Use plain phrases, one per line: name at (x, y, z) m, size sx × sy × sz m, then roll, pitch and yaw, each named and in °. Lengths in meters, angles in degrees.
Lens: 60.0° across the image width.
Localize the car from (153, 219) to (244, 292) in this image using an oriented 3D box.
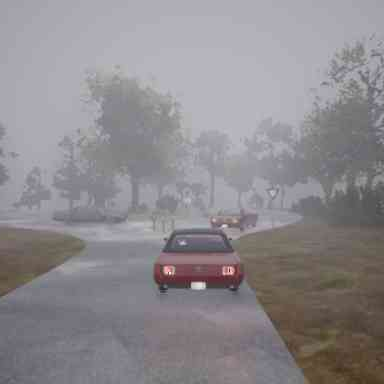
car at (0.167, 1.638, 9.025) m, size 1.895 × 1.301 × 4.718 m, roll 0°, pitch 0°, yaw 1°

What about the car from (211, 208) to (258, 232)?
car at (2.840, 1.688, 21.197) m, size 1.895 × 1.301 × 4.718 m, roll 0°, pitch 0°, yaw 25°

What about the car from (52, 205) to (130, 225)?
car at (-7.308, 1.647, 24.252) m, size 5.357 × 1.411 × 2.033 m, roll 0°, pitch 0°, yaw 6°
